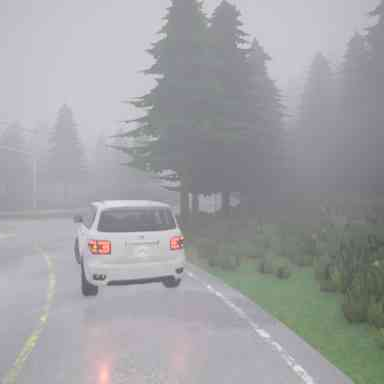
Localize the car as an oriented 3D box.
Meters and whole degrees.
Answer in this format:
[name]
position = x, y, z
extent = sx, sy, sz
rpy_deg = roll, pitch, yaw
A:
[car]
position = -1.901, 1.218, 8.996
extent = 2.150, 2.045, 5.566
rpy_deg = 0, 0, -20
